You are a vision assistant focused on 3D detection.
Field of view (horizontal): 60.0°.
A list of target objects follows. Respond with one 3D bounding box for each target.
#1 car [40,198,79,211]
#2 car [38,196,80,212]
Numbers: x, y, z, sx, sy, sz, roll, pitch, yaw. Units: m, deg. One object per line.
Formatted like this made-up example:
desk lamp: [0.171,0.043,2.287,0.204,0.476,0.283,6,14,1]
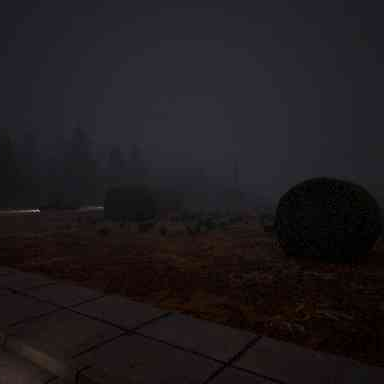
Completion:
car: [-16.737,1.555,42.309,1.994,1.385,4.181,0,0,37]
car: [-15.151,1.346,38.228,2.097,1.767,4.553,0,0,36]
